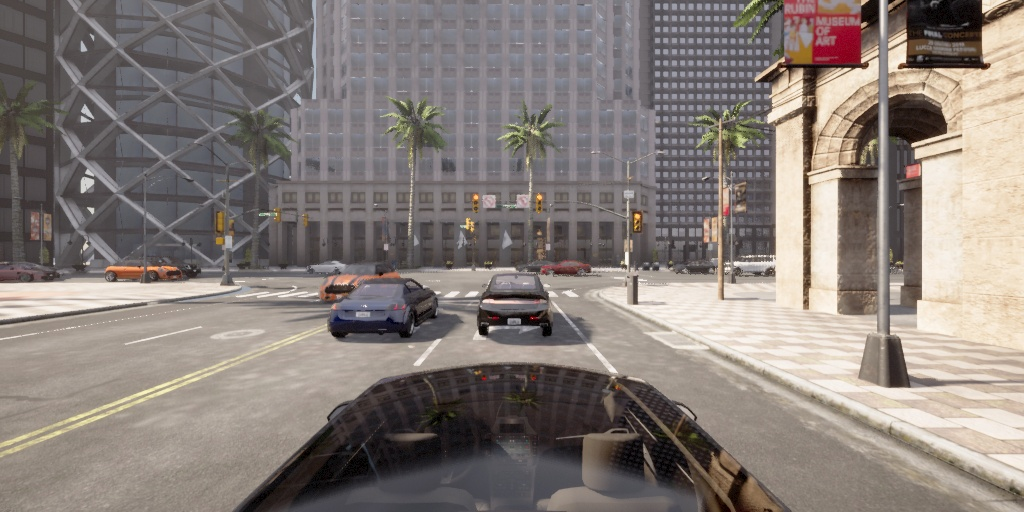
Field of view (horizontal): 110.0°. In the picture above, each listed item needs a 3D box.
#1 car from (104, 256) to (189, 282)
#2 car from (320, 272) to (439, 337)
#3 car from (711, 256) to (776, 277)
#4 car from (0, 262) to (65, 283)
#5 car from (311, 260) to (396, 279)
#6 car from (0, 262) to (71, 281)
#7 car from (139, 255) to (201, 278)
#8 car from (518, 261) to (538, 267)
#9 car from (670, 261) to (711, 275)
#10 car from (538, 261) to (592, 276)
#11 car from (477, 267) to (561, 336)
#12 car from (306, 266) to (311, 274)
[{"bbox_3d":[-29.127,1.102,28.469,4.553,1.767,2.097,0,0,-3],"label":"car"},{"bbox_3d":[-3.419,1.314,10.261,1.994,1.385,4.181,0,0,0],"label":"car"},{"bbox_3d":[23.549,0.971,35.824,5.566,2.045,2.150,0,0,0],"label":"car"},{"bbox_3d":[-37.651,1.314,27.186,4.181,1.385,1.994,0,0,-19],"label":"car"},{"bbox_3d":[-6.897,1.102,16.772,2.097,1.767,4.553,0,0,3],"label":"car"},{"bbox_3d":[-40.837,1.241,29.757,4.902,1.511,2.128,0,0,-22],"label":"car"},{"bbox_3d":[-31.167,0.971,31.965,5.566,2.045,2.150,0,0,-3],"label":"car"},{"bbox_3d":[2.870,1.255,39.386,4.892,1.490,1.837,0,0,0],"label":"car"},{"bbox_3d":[19.979,1.254,39.334,4.892,1.490,1.837,0,0,0],"label":"car"},{"bbox_3d":[5.399,1.227,35.879,5.008,1.535,1.882,0,0,0],"label":"car"},{"bbox_3d":[0.118,1.242,10.392,2.128,1.511,4.902,0,0,2],"label":"car"},{"bbox_3d":[-20.085,1.276,39.456,4.674,1.442,1.812,0,0,0],"label":"car"}]
